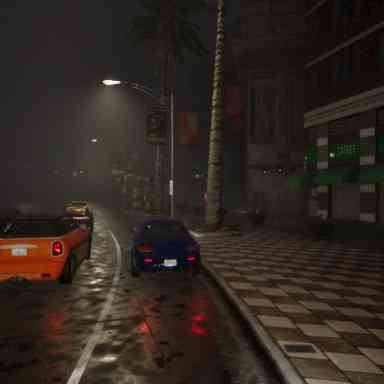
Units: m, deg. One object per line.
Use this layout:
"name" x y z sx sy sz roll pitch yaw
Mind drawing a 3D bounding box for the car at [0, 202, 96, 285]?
"car" -4.167 1.349 9.470 2.097 1.767 4.553 0 0 -9

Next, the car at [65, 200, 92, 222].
"car" -9.281 1.469 27.444 1.882 1.535 5.008 0 0 -18

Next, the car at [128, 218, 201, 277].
"car" -0.947 1.524 10.194 1.812 1.442 4.674 0 0 -11
